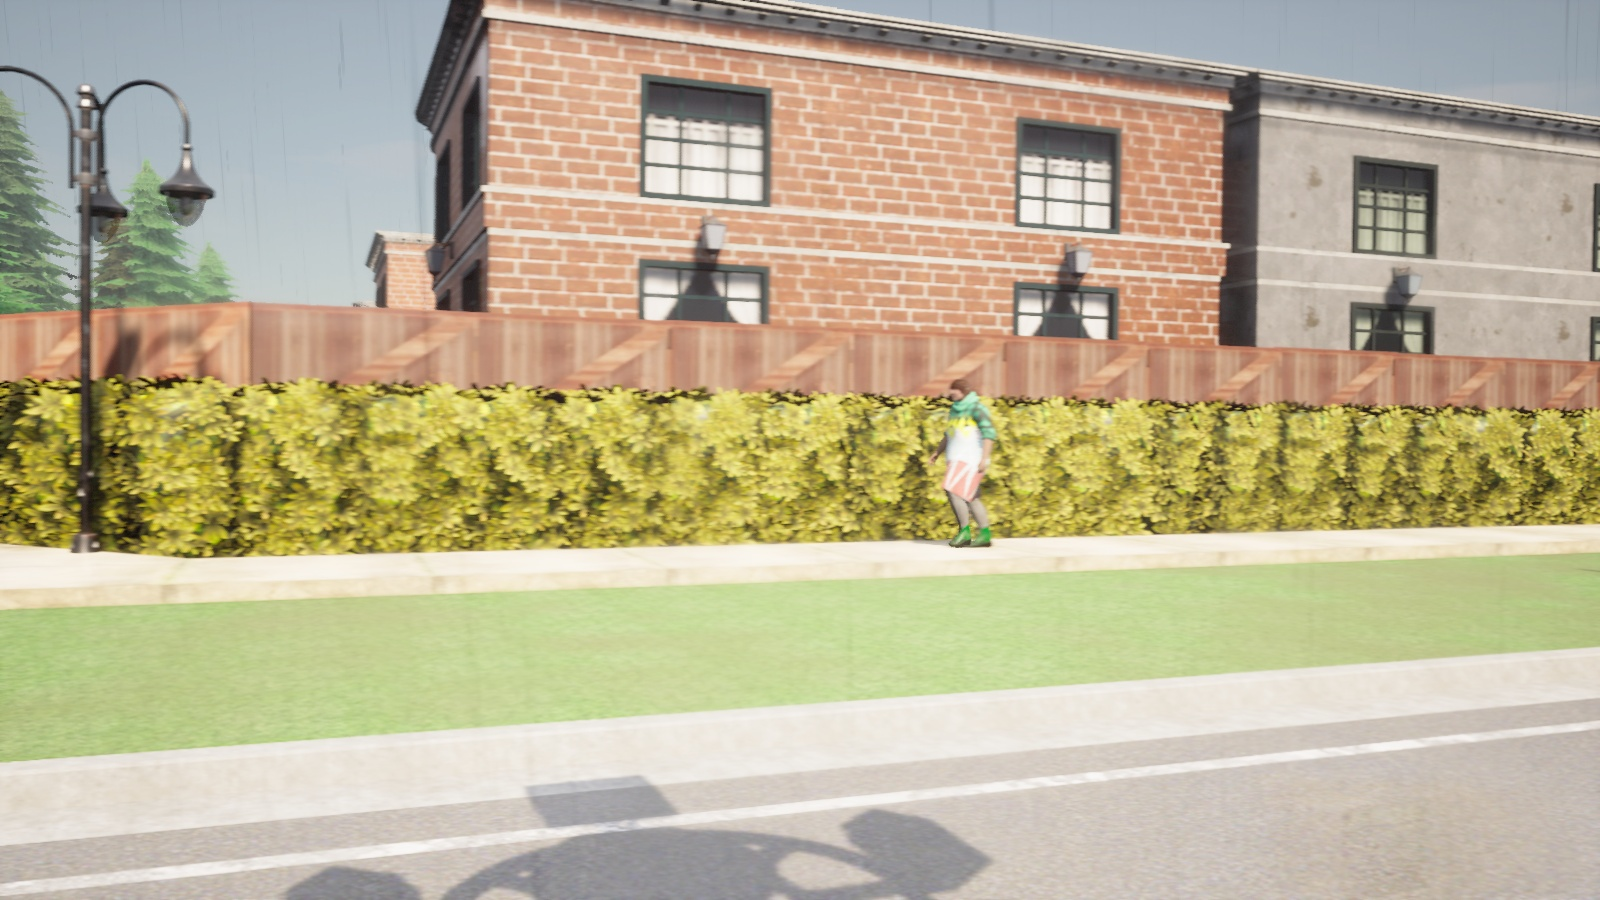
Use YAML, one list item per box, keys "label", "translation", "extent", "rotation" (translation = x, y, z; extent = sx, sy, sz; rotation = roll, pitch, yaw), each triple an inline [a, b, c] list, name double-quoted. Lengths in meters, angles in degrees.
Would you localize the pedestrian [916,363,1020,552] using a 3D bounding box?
- label: "pedestrian"
  translation: [1.792, 0.069, 13.415]
  extent: [0.873, 1.952, 0.659]
  rotation: [-1, 1, -21]
